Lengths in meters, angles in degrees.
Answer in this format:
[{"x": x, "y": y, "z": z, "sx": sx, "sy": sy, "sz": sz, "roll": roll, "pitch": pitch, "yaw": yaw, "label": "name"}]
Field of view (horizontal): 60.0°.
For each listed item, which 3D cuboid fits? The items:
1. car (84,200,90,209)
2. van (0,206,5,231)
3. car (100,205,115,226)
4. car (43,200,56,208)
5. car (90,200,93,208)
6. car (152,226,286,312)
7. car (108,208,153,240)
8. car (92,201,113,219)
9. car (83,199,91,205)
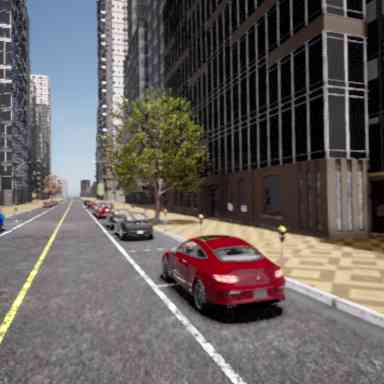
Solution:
[{"x": -18.397, "y": 2.338, "z": 61.422, "sx": 1.887, "sy": 1.381, "sz": 4.507, "roll": -1, "pitch": 0, "yaw": -19, "label": "car"}, {"x": -13.081, "y": 1.744, "z": 21.059, "sx": 1.690, "sy": 1.788, "sz": 3.998, "roll": -1, "pitch": -1, "yaw": -19, "label": "van"}, {"x": -5.172, "y": 1.846, "z": 23.836, "sx": 2.008, "sy": 1.369, "sz": 4.403, "roll": -1, "pitch": -1, "yaw": -19, "label": "car"}, {"x": -30.082, "y": 2.580, "z": 69.383, "sx": 1.887, "sy": 1.381, "sz": 4.507, "roll": -1, "pitch": 0, "yaw": -19, "label": "car"}, {"x": -10.841, "y": 1.953, "z": 39.945, "sx": 1.967, "sy": 1.590, "sz": 4.097, "roll": -1, "pitch": 0, "yaw": -19, "label": "car"}, {"x": 0.496, "y": 1.645, "z": 7.728, "sx": 1.802, "sy": 1.307, "sz": 4.206, "roll": -1, "pitch": -1, "yaw": -19, "label": "car"}, {"x": -3.282, "y": 1.771, "z": 18.467, "sx": 2.008, "sy": 1.369, "sz": 4.403, "roll": -1, "pitch": -1, "yaw": -19, "label": "car"}, {"x": -8.952, "y": 1.881, "z": 34.576, "sx": 1.967, "sy": 1.590, "sz": 4.097, "roll": -1, "pitch": 0, "yaw": -19, "label": "car"}, {"x": -27.843, "y": 2.689, "z": 88.267, "sx": 1.947, "sy": 1.339, "sz": 4.313, "roll": -1, "pitch": 0, "yaw": -19, "label": "car"}]
